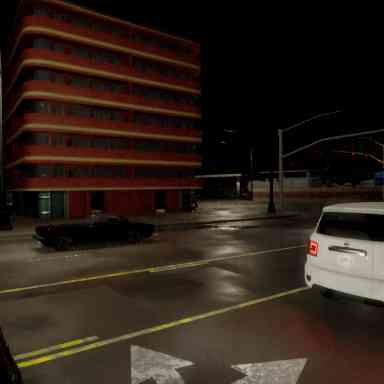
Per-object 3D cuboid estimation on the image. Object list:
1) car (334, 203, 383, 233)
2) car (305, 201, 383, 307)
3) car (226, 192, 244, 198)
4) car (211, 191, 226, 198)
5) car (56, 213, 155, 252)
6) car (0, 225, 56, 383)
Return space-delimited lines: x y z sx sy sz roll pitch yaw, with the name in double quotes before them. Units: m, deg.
"car" 10.770 1.475 20.104 4.674 1.442 1.812 0 0 -35
"car" 4.775 1.218 7.134 5.566 2.045 2.150 0 0 -35
"car" 11.384 0.818 85.098 3.806 1.475 1.970 -1 1 -35
"car" 7.417 0.671 89.324 4.611 1.667 2.242 -1 1 -35
"car" -4.044 1.599 13.986 4.718 1.301 1.895 0 0 -35
"car" -3.667 1.222 1.136 5.566 2.045 2.150 0 0 -35
